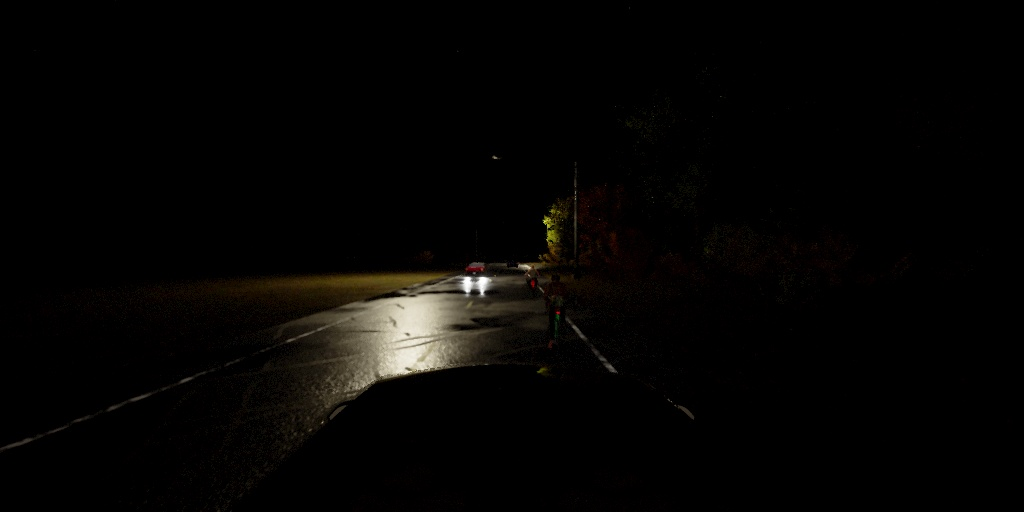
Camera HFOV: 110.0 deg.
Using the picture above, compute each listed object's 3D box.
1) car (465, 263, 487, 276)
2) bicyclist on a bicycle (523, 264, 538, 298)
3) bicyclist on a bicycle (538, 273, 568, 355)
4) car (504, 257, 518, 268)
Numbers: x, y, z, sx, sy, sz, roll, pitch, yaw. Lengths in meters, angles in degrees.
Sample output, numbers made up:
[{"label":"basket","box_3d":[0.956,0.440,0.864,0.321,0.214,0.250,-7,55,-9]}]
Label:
[{"label":"car","box_3d":[-3.598,1.360,36.450,1.895,1.301,4.718,0,0,0]},{"label":"bicyclist on a bicycle","box_3d":[0.995,1.191,17.480,0.866,1.612,1.509,0,0,0]},{"label":"bicyclist on a bicycle","box_3d":[0.964,1.204,7.773,0.582,1.620,1.656,0,0,0]},{"label":"car","box_3d":[0.109,1.315,62.814,2.033,1.411,5.357,0,0,-1]}]
